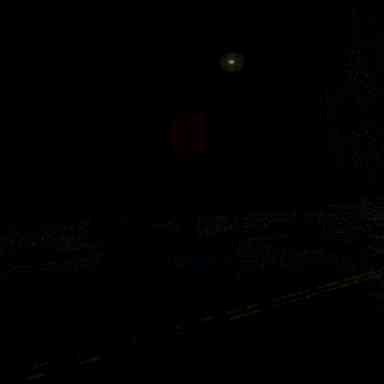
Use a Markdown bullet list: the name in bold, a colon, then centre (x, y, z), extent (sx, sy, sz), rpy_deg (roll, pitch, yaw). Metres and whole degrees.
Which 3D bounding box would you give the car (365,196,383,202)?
- **car**: centre (40.189, 1.546, 72.706), extent (1.802, 1.307, 4.206), rpy_deg (0, 1, -35)
